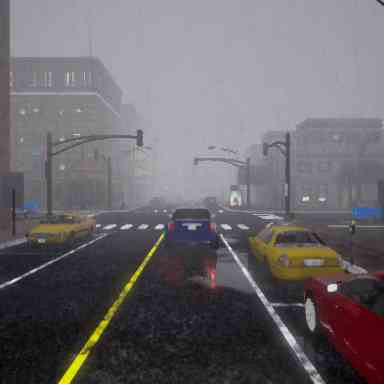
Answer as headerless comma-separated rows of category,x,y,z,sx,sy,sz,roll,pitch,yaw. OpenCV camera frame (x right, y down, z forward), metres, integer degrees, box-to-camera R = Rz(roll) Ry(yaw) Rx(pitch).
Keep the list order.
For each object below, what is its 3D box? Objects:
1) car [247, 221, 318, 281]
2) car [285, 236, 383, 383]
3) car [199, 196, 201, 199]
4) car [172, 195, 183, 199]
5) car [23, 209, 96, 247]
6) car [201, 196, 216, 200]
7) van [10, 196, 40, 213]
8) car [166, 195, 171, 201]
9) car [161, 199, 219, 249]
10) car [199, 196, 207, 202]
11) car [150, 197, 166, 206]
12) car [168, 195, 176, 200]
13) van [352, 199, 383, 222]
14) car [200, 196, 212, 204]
car,2.685,1.523,9.645,1.752,1.417,4.829,0,0,0
car,2.685,1.542,3.778,1.887,1.381,4.507,0,0,0
car,2.685,1.614,59.038,1.802,1.307,4.206,0,0,0
car,-3.000,1.559,77.100,2.033,1.411,5.357,0,0,0
car,-5.696,1.525,15.006,1.752,1.417,4.829,0,0,0
car,2.684,1.458,47.644,1.967,1.590,4.097,0,0,0
van,-17.763,1.287,34.078,3.998,1.788,1.690,0,0,0
car,-5.696,1.590,64.722,2.008,1.369,4.403,0,0,0
car,0.000,1.366,14.621,2.097,1.767,4.553,0,0,0
car,2.685,1.617,81.824,2.008,1.369,4.403,-1,0,0
car,-5.696,1.575,53.328,2.008,1.369,4.403,0,0,0
car,-5.698,1.527,93.204,1.967,1.590,4.097,0,0,0
van,14.658,1.410,25.938,3.998,1.788,1.690,0,0,0
car,2.684,1.590,64.735,2.008,1.369,4.403,0,0,0
